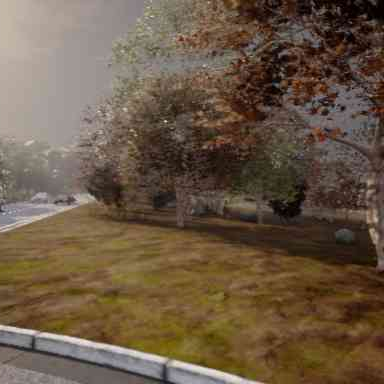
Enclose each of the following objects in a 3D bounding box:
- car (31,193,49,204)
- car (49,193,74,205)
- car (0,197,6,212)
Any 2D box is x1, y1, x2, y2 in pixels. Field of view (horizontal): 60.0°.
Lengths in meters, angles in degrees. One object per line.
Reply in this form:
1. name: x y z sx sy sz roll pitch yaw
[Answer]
1. car: -20.805 0.847 46.217 1.812 1.442 4.674 0 1 -10
2. car: -16.758 0.893 43.815 2.033 1.411 5.357 0 1 -10
3. car: -17.769 1.090 28.771 1.837 1.490 4.892 0 1 -10
